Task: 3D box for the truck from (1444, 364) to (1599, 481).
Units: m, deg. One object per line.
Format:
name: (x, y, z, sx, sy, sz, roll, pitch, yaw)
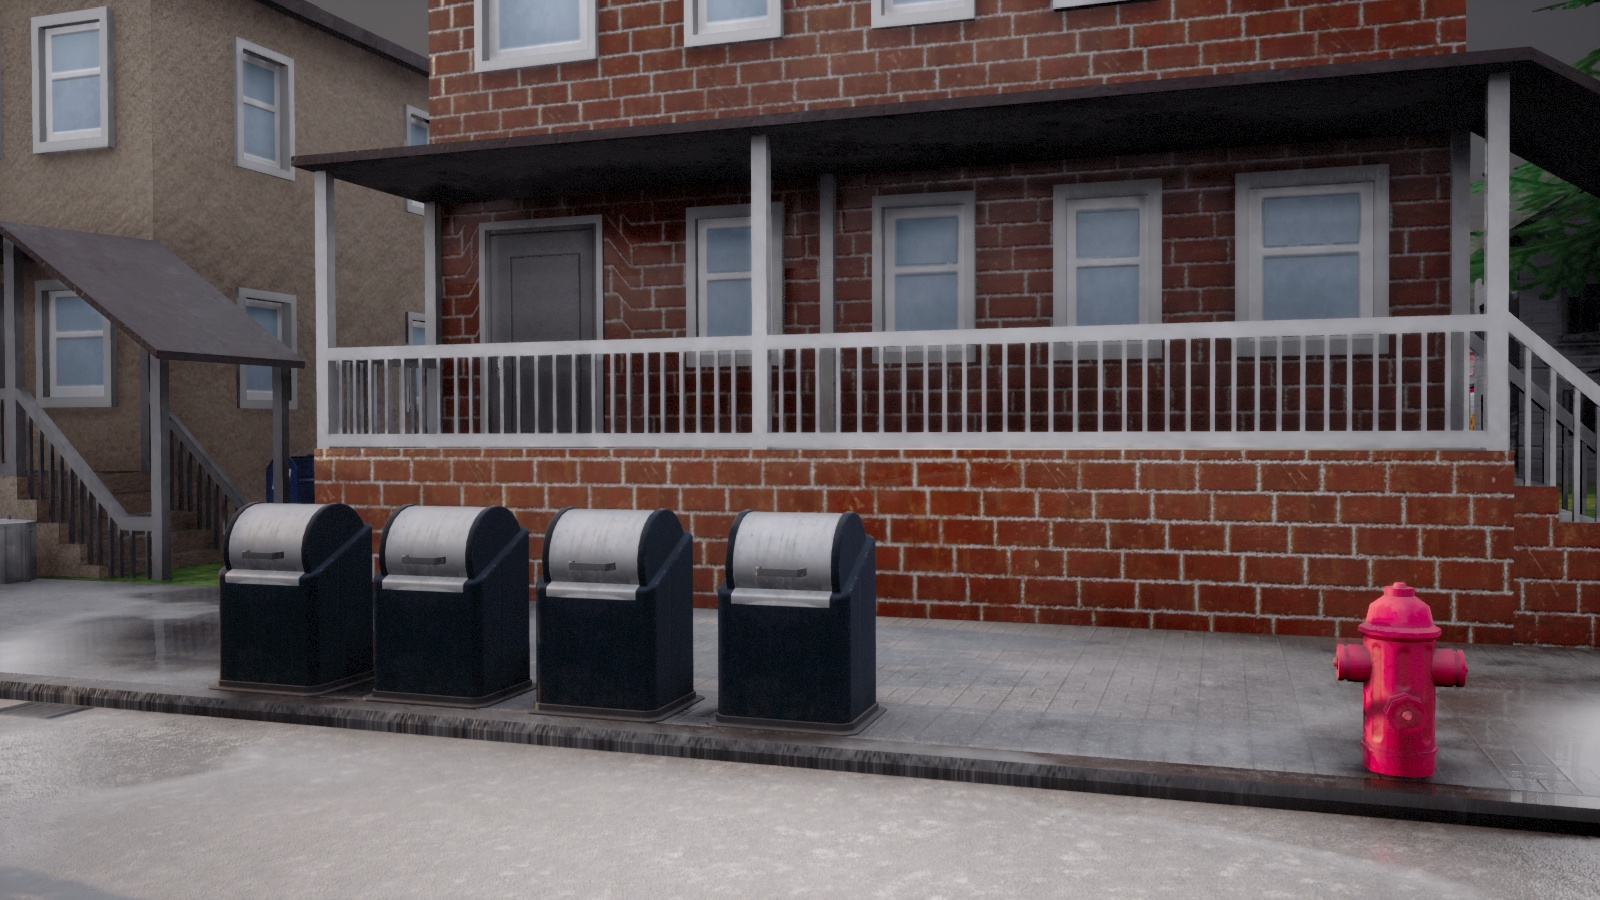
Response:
truck: (26.759, -0.918, 42.503, 8.468, 3.827, 2.891, 1, 1, 18)
